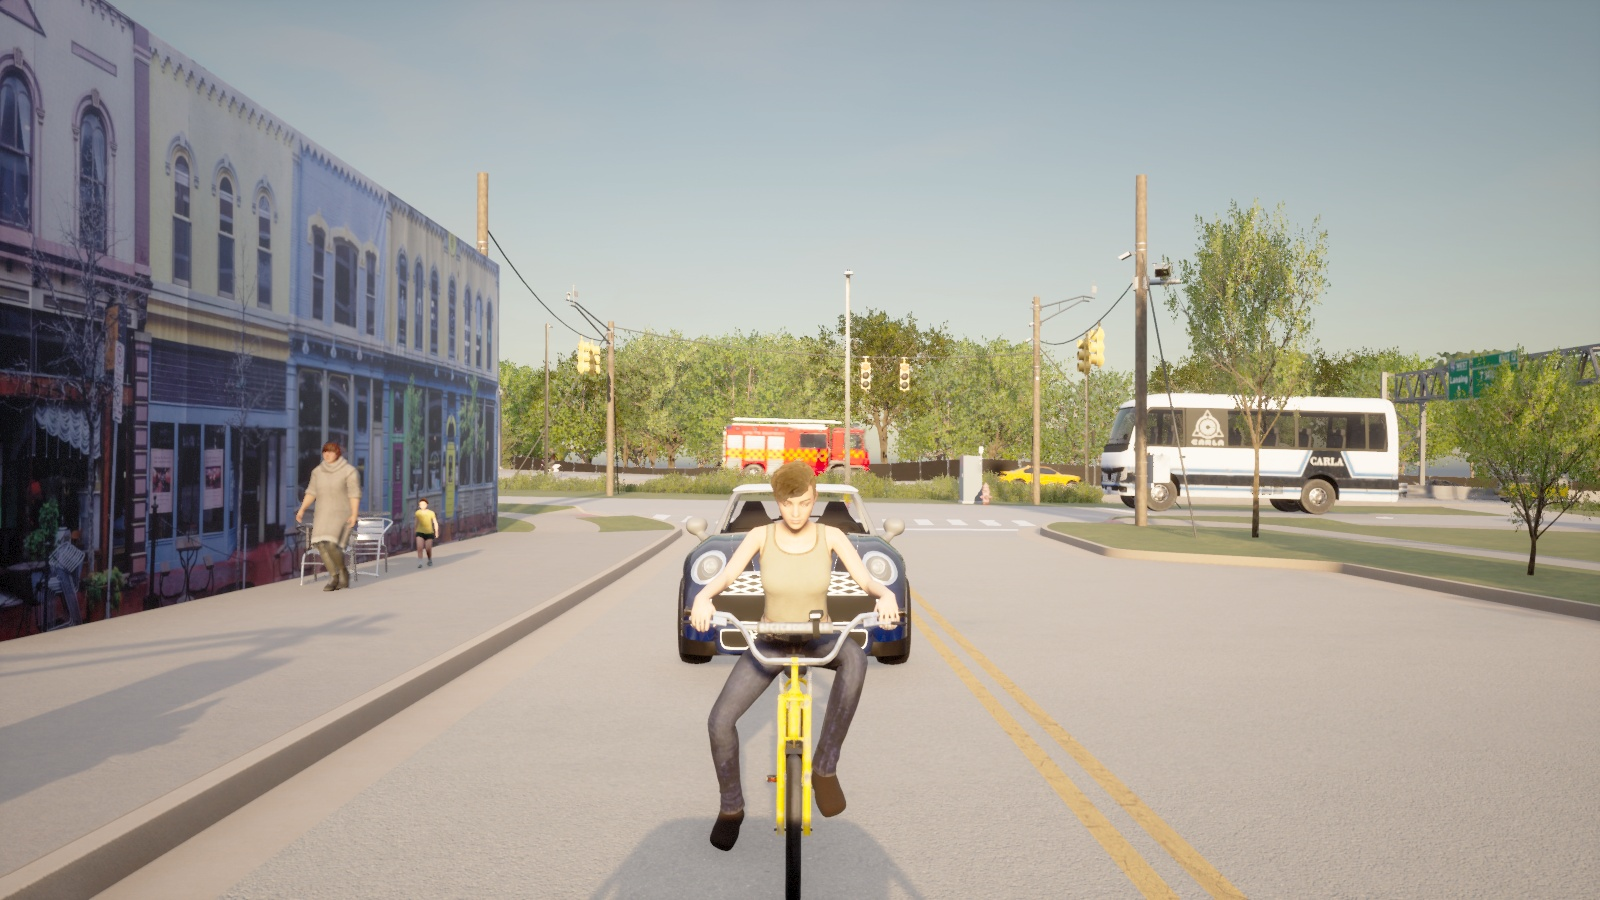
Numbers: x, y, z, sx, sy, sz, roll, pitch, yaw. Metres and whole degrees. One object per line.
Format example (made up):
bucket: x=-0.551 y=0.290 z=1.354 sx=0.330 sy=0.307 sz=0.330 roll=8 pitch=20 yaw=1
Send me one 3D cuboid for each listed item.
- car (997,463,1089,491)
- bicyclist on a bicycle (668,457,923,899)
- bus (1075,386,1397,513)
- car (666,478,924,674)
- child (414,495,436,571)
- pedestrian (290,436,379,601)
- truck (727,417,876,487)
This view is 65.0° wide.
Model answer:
car: x=14.189 y=1.567 z=73.443 sx=5.008 sy=1.535 sz=1.882 roll=1 pitch=-1 yaw=0
bicyclist on a bicycle: x=-0.013 y=0.848 z=5.048 sx=0.866 sy=1.612 sz=1.509 roll=0 pitch=-1 yaw=0
bus: x=15.630 y=0.002 z=45.704 sx=10.273 sy=4.253 sz=3.944 roll=1 pitch=-1 yaw=-1
car: x=-0.034 y=1.006 z=11.518 sx=1.970 sy=1.475 sz=3.806 roll=0 pitch=-1 yaw=0
child: x=-5.662 y=1.248 z=18.972 sx=0.255 sy=1.110 sz=0.394 roll=0 pitch=-1 yaw=-8
pedestrian: x=-5.688 y=0.818 z=15.366 sx=0.659 sy=1.952 sz=0.873 roll=0 pitch=-1 yaw=11
truck: x=0.066 y=0.125 z=73.403 sx=8.468 sy=3.827 sz=2.891 roll=1 pitch=-1 yaw=0
